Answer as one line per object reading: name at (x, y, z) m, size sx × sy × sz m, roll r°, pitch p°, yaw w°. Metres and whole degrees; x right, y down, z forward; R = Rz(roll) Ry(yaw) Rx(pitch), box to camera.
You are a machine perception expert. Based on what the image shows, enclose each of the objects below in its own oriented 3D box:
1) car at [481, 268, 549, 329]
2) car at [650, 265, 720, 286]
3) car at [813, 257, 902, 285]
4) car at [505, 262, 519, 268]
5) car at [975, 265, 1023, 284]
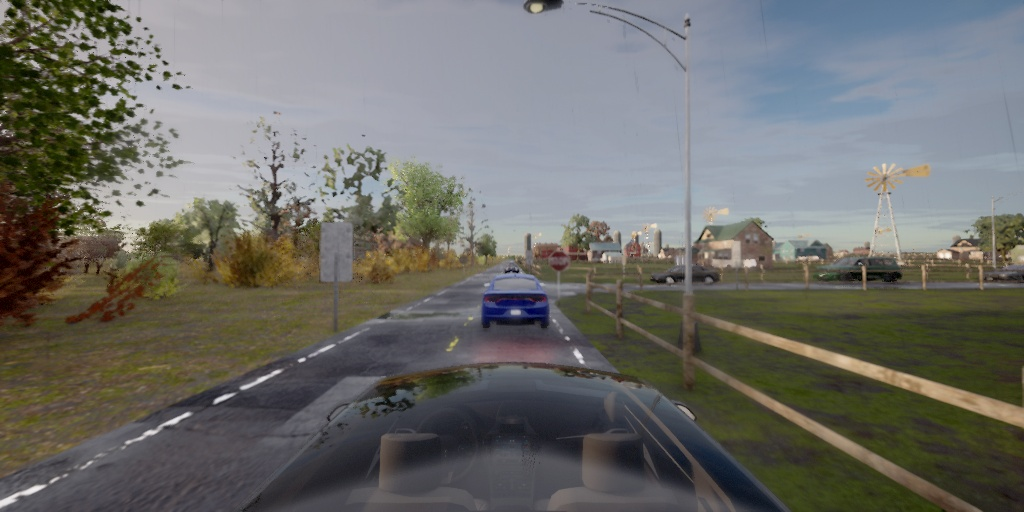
car at (0.093, 1.323, 11.716) m, size 1.882 × 1.535 × 5.008 m, roll 0°, pitch -1°, yaw 0°
car at (12.991, 1.443, 27.115) m, size 4.892 × 1.490 × 1.837 m, roll 0°, pitch -1°, yaw 0°
car at (26.251, 1.106, 27.329) m, size 5.566 × 2.045 × 2.150 m, roll 0°, pitch -1°, yaw -1°
car at (0.009, 1.756, 46.963) m, size 1.895 × 1.301 × 4.718 m, roll 0°, pitch 0°, yaw 1°
car at (39.231, 1.372, 27.529) m, size 5.357 × 1.411 × 2.033 m, roll 0°, pitch -1°, yaw -1°
